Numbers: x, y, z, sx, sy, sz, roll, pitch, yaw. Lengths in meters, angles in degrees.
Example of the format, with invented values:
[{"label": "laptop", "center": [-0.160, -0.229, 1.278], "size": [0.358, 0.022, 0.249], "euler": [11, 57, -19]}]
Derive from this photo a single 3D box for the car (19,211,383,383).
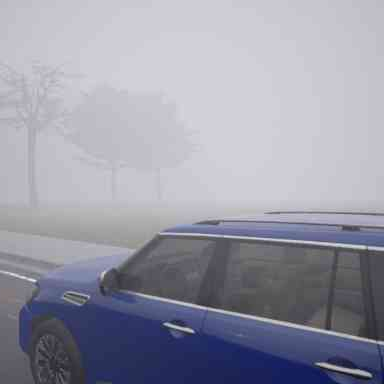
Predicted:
[{"label": "car", "center": [0.588, 1.221, 3.273], "size": [5.566, 2.045, 2.150], "euler": [0, 0, 35]}]
